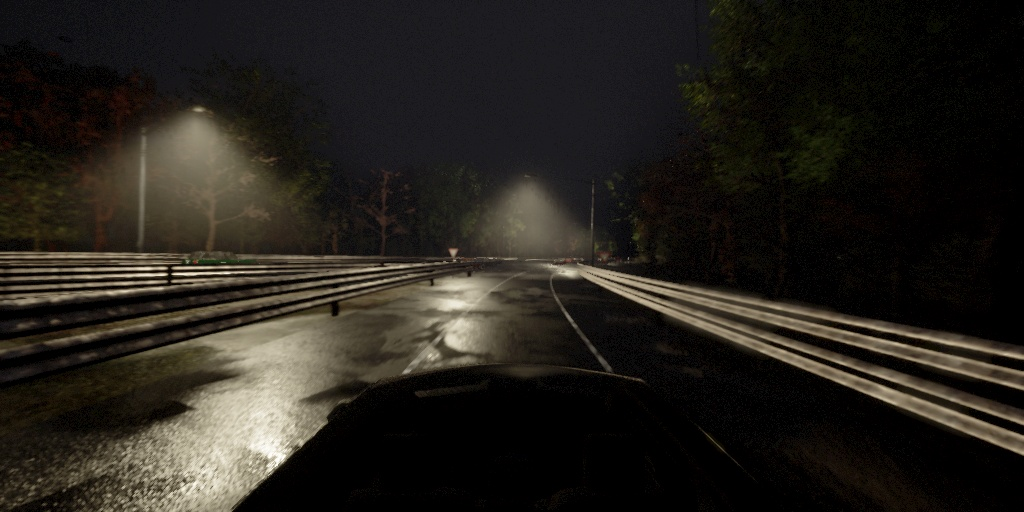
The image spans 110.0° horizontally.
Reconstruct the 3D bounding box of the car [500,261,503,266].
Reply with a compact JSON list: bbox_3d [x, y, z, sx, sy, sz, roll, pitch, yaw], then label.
[{"bbox_3d":[-3.368,1.089,64.068,1.895,1.301,4.718,2,0,24],"label":"car"}]

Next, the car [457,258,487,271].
[{"bbox_3d":[-5.207,1.060,42.936,1.812,1.442,4.674,2,0,24],"label":"car"}]

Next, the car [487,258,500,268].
[{"bbox_3d":[-4.290,1.064,53.490,2.033,1.411,5.357,2,0,24],"label":"car"}]

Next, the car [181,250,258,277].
[{"bbox_3d":[-20.634,0.485,25.684,2.097,1.767,4.553,2,0,24],"label":"car"}]
